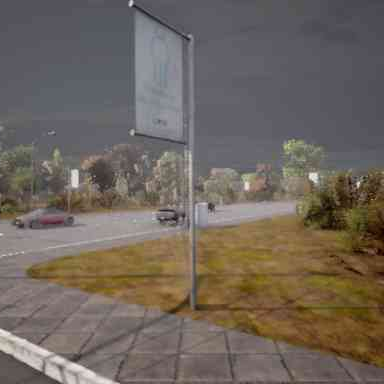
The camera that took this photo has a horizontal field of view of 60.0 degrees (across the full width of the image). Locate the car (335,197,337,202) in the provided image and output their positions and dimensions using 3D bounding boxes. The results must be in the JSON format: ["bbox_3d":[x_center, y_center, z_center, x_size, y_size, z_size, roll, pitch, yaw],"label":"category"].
[{"bbox_3d":[39.101,1.802,87.030,2.033,1.411,5.357,-1,-1,37],"label":"car"}]

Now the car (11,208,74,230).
[{"bbox_3d":[-10.726,1.878,24.111,1.994,1.385,4.181,-1,0,32],"label":"car"}]

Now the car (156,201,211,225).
[{"bbox_3d":[-0.861,1.715,26.427,2.128,1.511,4.902,-1,-1,32],"label":"car"}]

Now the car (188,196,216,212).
[{"bbox_3d":[1.000,1.555,42.632,2.150,2.045,5.566,-1,0,32],"label":"car"}]
